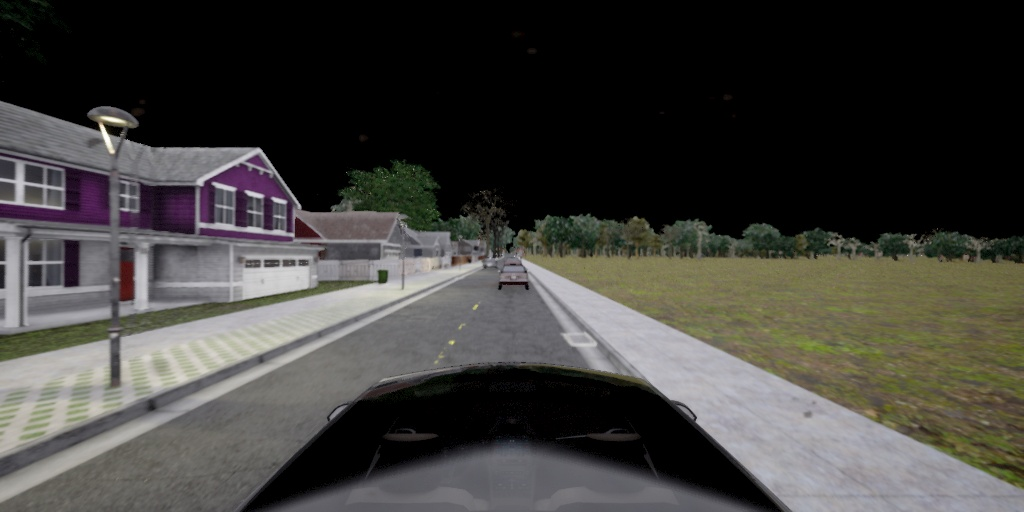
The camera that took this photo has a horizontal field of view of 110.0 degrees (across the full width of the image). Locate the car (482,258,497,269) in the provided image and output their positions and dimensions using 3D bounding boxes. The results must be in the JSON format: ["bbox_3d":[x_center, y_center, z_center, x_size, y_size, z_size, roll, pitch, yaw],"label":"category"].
[{"bbox_3d":[-2.840,0.984,47.660,2.128,1.511,4.902,0,0,0],"label":"car"}]

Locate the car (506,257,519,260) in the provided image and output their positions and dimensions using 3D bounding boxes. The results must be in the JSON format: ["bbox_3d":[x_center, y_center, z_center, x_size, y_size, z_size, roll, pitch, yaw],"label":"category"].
[{"bbox_3d":[0.085,0.882,40.864,2.097,1.767,4.553,0,0,0],"label":"car"}]

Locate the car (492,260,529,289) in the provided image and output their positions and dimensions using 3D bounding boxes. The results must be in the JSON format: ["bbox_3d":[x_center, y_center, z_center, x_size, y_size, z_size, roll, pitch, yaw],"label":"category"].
[{"bbox_3d":[0.097,1.187,22.086,2.033,1.411,5.357,0,0,0],"label":"car"}]
